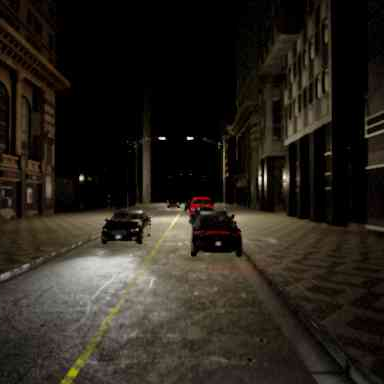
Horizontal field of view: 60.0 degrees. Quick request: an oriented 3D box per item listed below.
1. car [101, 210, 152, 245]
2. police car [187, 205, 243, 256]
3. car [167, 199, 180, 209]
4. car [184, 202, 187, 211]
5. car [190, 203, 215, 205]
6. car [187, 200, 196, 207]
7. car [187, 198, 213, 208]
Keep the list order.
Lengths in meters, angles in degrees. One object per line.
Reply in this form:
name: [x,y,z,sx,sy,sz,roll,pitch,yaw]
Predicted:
car: [-3.118,1.656,16.528,2.128,1.511,4.902,0,-1,0]
police car: [0.885,1.563,13.820,1.930,1.638,5.238,0,-1,0]
car: [-3.121,1.973,57.031,2.097,1.767,4.553,0,-1,0]
car: [-0.046,1.874,48.829,2.097,1.767,4.553,0,-1,0]
car: [0.875,1.766,23.709,1.812,1.442,4.674,0,-1,0]
car: [-0.072,2.354,67.282,1.895,1.301,4.718,0,-1,0]
car: [0.869,1.530,29.743,2.150,2.045,5.566,0,-1,0]
